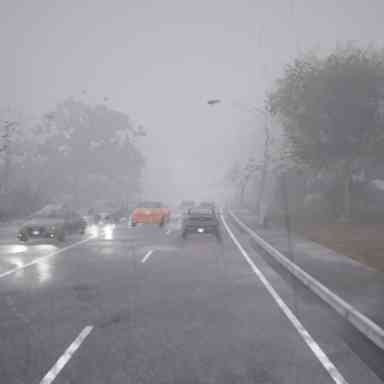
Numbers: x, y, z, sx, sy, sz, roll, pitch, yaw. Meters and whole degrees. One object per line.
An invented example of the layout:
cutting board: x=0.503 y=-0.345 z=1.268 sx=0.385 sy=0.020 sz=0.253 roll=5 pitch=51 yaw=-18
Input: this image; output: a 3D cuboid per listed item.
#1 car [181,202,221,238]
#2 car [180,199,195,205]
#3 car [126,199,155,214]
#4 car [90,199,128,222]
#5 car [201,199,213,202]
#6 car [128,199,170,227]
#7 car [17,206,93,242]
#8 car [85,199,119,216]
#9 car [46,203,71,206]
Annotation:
car: x=0.500 y=1.532 z=17.919 sx=1.837 sy=1.490 sz=4.892 roll=0 pitch=0 yaw=2
car: x=-0.572 y=1.678 z=51.478 sx=1.895 sy=1.301 sz=4.718 roll=0 pitch=0 yaw=6
car: x=-5.563 y=1.545 z=36.725 sx=2.128 sy=1.511 sz=4.902 roll=0 pitch=0 yaw=4
car: x=-6.255 y=1.529 z=26.477 sx=2.128 sy=1.511 sz=4.902 roll=0 pitch=0 yaw=4
car: x=1.768 y=1.586 z=39.128 sx=1.812 sy=1.442 sz=4.674 roll=0 pitch=0 yaw=4
car: x=-2.759 y=1.386 z=23.311 sx=2.097 sy=1.767 sz=4.553 roll=0 pitch=0 yaw=3
car: x=-6.744 y=1.586 z=16.504 sx=1.994 sy=1.385 sz=4.181 roll=0 pitch=0 yaw=2
car: x=-9.231 y=1.553 z=34.529 sx=1.837 sy=1.490 sz=4.892 roll=0 pitch=0 yaw=4
car: x=-9.886 y=1.558 z=24.241 sx=1.812 sy=1.442 sz=4.674 roll=0 pitch=0 yaw=3
